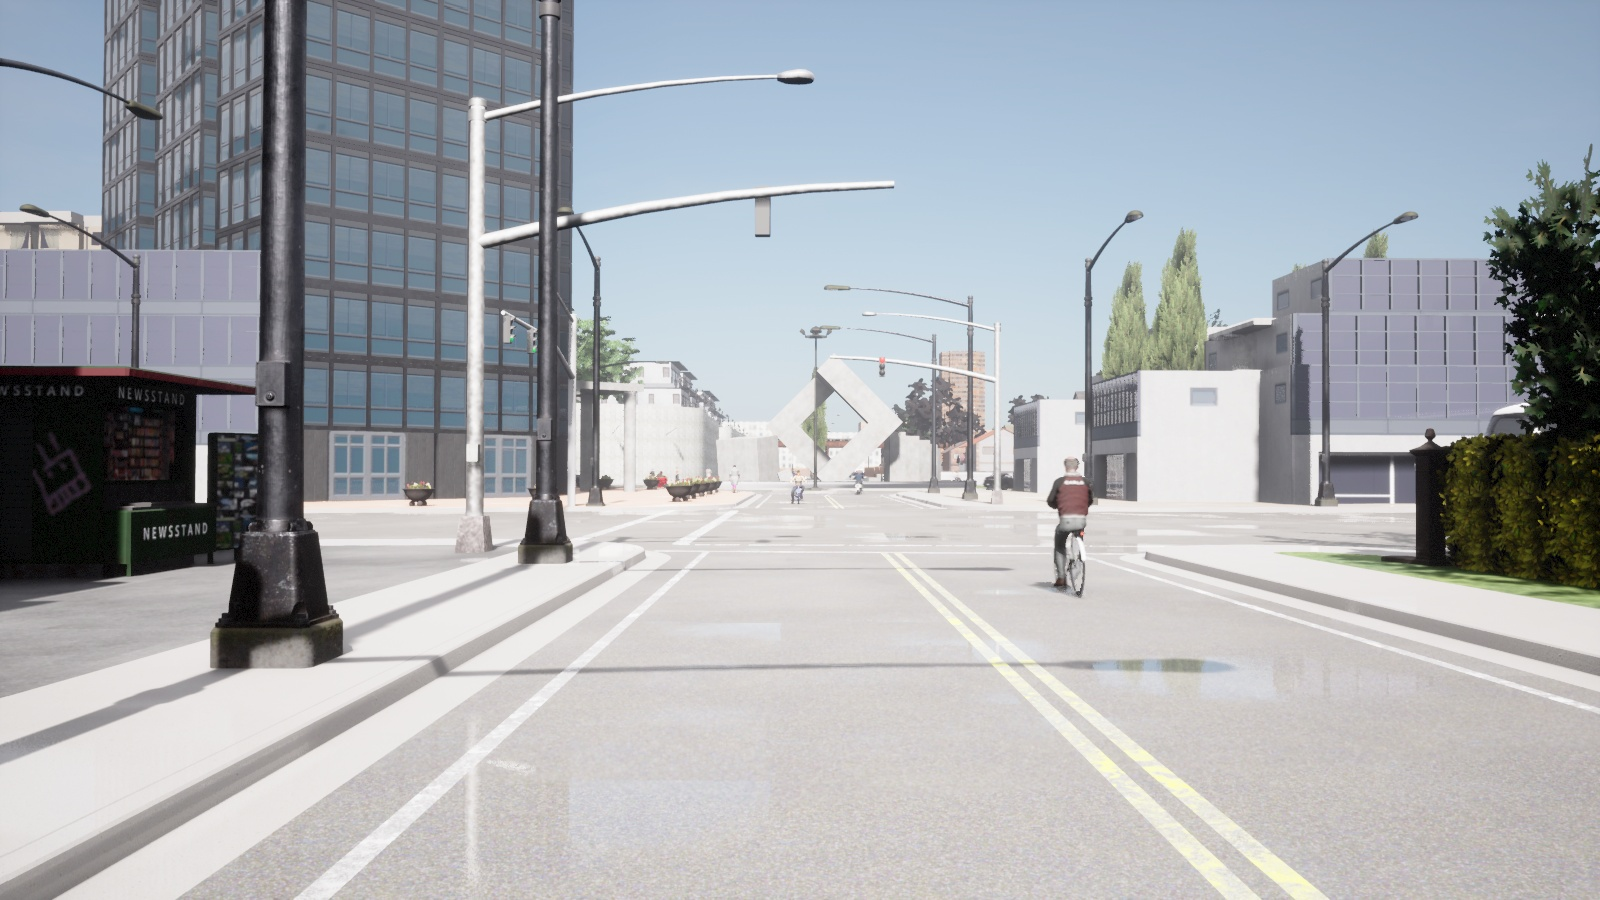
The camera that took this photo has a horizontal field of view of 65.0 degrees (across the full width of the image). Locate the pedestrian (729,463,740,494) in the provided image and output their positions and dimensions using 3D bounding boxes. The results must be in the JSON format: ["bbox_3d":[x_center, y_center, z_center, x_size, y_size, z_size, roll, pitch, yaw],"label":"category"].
[{"bbox_3d":[-4.191,1.834,80.249,0.659,1.952,0.873,0,-1,0],"label":"pedestrian"}]

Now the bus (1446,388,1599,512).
[{"bbox_3d":[29.605,0.004,45.548,10.273,4.253,3.944,-1,-1,-1],"label":"bus"}]

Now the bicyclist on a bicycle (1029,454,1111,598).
[{"bbox_3d":[3.486,0.945,16.350,0.659,1.776,1.843,0,-1,0],"label":"bicyclist on a bicycle"}]
